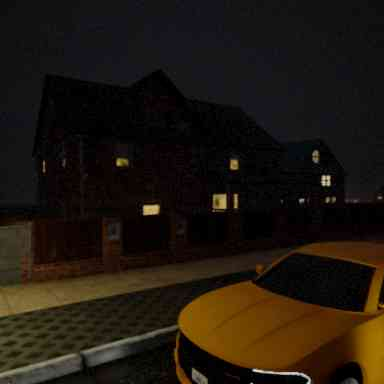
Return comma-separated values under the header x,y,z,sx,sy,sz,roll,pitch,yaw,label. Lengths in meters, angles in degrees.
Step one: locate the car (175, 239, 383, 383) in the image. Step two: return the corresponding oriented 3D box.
x,y,z,sx,sy,sz,roll,pitch,yaw,label
2.109,1.477,4.563,5.008,1.535,1.882,0,0,-35,car
